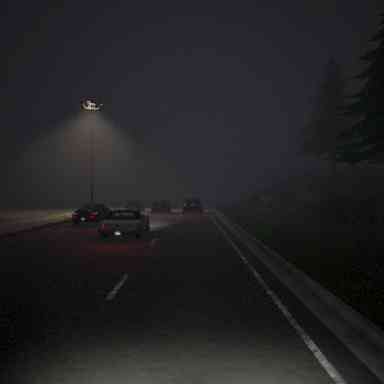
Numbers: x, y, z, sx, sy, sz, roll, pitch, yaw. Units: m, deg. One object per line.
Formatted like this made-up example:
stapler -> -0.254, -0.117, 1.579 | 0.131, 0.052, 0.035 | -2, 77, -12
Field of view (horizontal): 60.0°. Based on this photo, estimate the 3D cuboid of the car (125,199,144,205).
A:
car -> -6.857, 1.526, 39.817 | 1.812, 1.442, 4.674 | 0, 0, 1

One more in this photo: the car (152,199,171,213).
car -> -3.388, 1.477, 37.161 | 1.882, 1.535, 5.008 | 0, 0, 0

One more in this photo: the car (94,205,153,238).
car -> -3.397, 1.601, 17.478 | 1.895, 1.301, 4.718 | 0, 0, 0

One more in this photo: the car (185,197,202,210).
car -> 0.271, 1.491, 44.578 | 2.128, 1.511, 4.902 | 0, 0, 2

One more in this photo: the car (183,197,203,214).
car -> 0.101, 1.352, 35.367 | 2.097, 1.767, 4.553 | 0, 0, 0

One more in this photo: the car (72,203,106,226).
car -> -6.898, 1.526, 23.363 | 1.812, 1.442, 4.674 | 0, 0, 0
